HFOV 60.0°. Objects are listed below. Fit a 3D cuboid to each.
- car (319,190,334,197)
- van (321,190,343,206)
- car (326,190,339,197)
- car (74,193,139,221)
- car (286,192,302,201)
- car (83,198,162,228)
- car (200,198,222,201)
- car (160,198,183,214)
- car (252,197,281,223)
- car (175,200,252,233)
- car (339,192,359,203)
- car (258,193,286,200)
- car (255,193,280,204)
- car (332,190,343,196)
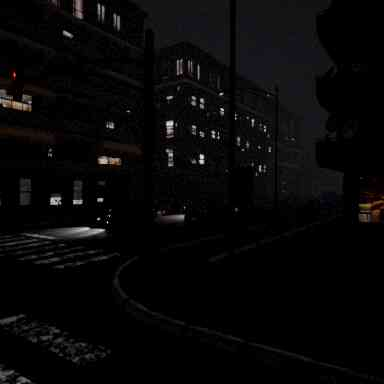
[{"bbox_3d":[29.583,0.378,73.058,1.887,1.381,4.507,2,2,35],"label":"car"},{"bbox_3d":[17.261,0.721,40.836,1.690,1.788,3.998,2,2,35],"label":"van"},{"bbox_3d":[32.777,0.336,77.622,1.802,1.307,4.206,2,2,35],"label":"car"},{"bbox_3d":[-5.555,1.031,22.854,2.192,1.841,5.009,2,2,35],"label":"car"},{"bbox_3d":[16.805,0.719,54.805,1.947,1.339,4.313,2,2,35],"label":"car"},{"bbox_3d":[-4.129,1.317,20.407,1.994,1.385,4.181,1,1,35],"label":"car"},{"bbox_3d":[1.612,1.173,28.598,1.994,1.385,4.181,1,1,35],"label":"car"},{"bbox_3d":[-2.362,1.180,27.424,1.887,1.381,4.507,2,2,35],"label":"car"},{"bbox_3d":[4.480,1.283,22.587,1.802,1.307,4.206,2,2,35],"label":"car"},{"bbox_3d":[1.285,1.348,18.023,1.947,1.339,4.313,2,2,35],"label":"car"},{"bbox_3d":[23.647,0.764,49.966,1.887,1.381,4.507,2,2,35],"label":"car"},{"bbox_3d":[8.765,0.921,38.802,2.128,1.511,4.902,1,1,35],"label":"car"},{"bbox_3d":[10.416,0.880,45.678,1.947,1.339,4.313,2,2,35],"label":"car"},{"bbox_3d":[35.972,0.256,82.186,1.802,1.307,4.206,2,2,35],"label":"car"}]
